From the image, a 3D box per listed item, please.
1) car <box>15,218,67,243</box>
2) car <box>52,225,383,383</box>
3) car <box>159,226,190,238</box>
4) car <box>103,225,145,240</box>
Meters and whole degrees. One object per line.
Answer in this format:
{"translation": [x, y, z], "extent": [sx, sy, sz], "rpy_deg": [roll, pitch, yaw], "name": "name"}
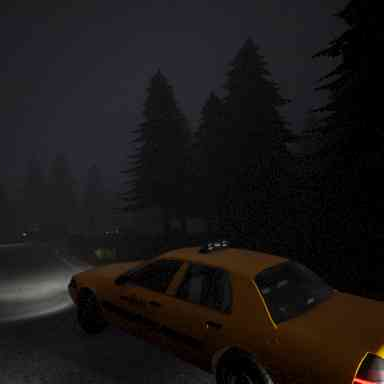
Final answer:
{"translation": [-12.700, 3.285, 28.640], "extent": [2.150, 2.045, 5.566], "rpy_deg": [-4, -7, 7], "name": "car"}
{"translation": [0.111, 1.441, 4.761], "extent": [5.366, 1.575, 1.801], "rpy_deg": [0, 1, 43], "name": "car"}
{"translation": [-2.326, 5.544, 46.289], "extent": [1.882, 1.535, 5.008], "rpy_deg": [-5, -8, 30], "name": "car"}
{"translation": [-7.450, 4.511, 36.983], "extent": [2.033, 1.411, 5.357], "rpy_deg": [-4, -8, 20], "name": "car"}
